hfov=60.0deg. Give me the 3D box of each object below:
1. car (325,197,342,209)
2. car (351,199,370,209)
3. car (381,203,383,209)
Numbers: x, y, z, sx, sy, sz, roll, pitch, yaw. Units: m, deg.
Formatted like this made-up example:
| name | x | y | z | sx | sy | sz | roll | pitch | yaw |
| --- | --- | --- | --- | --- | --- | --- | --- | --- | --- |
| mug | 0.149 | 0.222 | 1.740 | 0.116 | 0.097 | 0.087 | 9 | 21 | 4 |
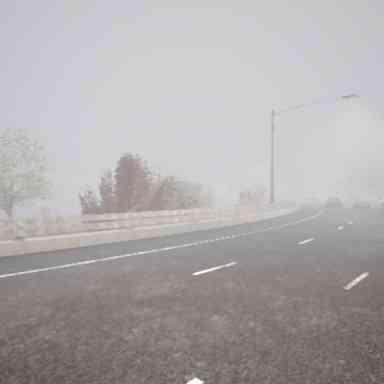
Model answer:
| name | x | y | z | sx | sy | sz | roll | pitch | yaw |
| --- | --- | --- | --- | --- | --- | --- | --- | --- | --- |
| car | 21.090 | 1.493 | 49.649 | 2.097 | 1.767 | 4.553 | 0 | 0 | 18 |
| car | 24.174 | 1.715 | 47.773 | 1.994 | 1.385 | 4.181 | 0 | 0 | 18 |
| car | 26.741 | 1.692 | 44.460 | 1.812 | 1.442 | 4.674 | 0 | 0 | 19 |
